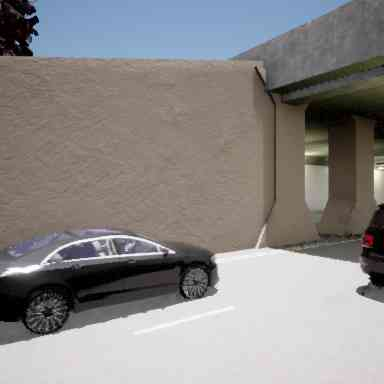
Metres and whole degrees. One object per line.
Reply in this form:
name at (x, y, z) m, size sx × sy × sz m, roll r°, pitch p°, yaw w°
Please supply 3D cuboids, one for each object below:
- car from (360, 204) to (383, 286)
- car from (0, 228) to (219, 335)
car at (6.349, 1.223, 8.145) m, size 5.566 × 2.045 × 2.150 m, roll 0°, pitch 0°, yaw -36°
car at (-1.648, 1.491, 6.741) m, size 4.902 × 1.511 × 2.128 m, roll 0°, pitch 0°, yaw -35°
